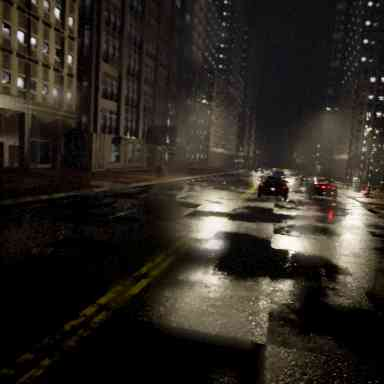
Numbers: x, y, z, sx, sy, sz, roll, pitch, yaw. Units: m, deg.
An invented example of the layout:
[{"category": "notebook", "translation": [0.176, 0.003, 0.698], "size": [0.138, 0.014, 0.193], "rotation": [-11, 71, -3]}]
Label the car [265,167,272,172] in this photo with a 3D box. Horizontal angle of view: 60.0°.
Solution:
[{"category": "car", "translation": [21.552, -6.227, 92.567], "size": [1.812, 1.442, 4.674], "rotation": [6, 6, 15]}]

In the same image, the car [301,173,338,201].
[{"category": "car", "translation": [9.366, -0.297, 24.173], "size": [2.128, 1.511, 4.902], "rotation": [6, 6, 15]}]

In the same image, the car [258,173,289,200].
[{"category": "car", "translation": [5.629, -0.362, 22.801], "size": [1.994, 1.385, 4.181], "rotation": [6, 6, 15]}]

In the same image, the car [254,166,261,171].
[{"category": "car", "translation": [18.431, -6.570, 93.410], "size": [1.837, 1.490, 4.892], "rotation": [6, 6, 15]}]

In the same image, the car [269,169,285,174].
[{"category": "car", "translation": [11.152, -1.924, 42.679], "size": [1.812, 1.442, 4.674], "rotation": [6, 5, 15]}]

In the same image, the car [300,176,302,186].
[{"category": "car", "translation": [13.883, -1.457, 39.352], "size": [1.837, 1.490, 4.892], "rotation": [5, 5, 20]}]
